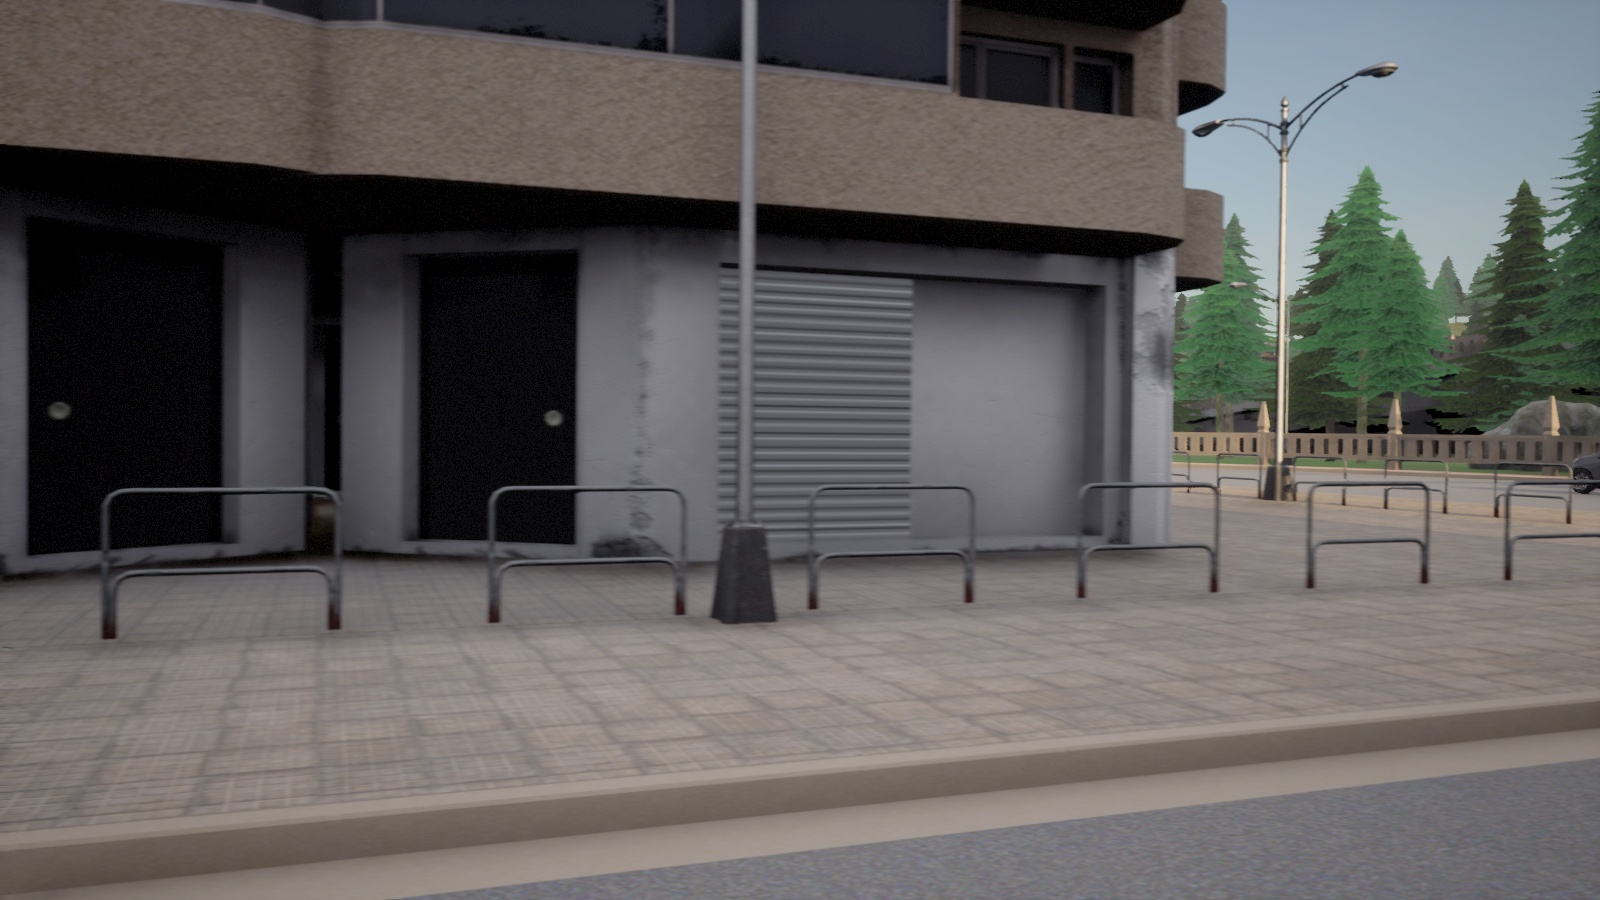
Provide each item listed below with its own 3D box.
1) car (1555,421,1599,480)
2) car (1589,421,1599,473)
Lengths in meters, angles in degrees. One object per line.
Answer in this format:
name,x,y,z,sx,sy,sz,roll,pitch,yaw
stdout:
car,21.582,0.002,32.035,1.845,1.501,3.633,-1,1,-20
car,24.487,-0.075,34.285,1.837,1.490,4.892,-1,1,-20
